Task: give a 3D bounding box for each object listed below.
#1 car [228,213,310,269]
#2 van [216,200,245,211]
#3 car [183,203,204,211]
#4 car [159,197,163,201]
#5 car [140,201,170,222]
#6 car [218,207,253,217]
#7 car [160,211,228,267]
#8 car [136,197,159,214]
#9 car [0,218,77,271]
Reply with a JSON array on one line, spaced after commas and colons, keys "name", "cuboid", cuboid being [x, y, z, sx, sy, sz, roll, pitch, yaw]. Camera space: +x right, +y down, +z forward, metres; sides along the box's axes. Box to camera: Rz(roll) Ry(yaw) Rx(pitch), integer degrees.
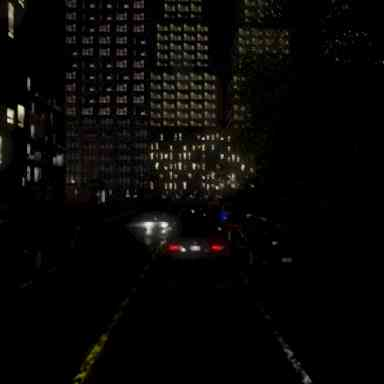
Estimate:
[{"name": "car", "cuboid": [2.570, 1.623, 11.186, 2.008, 1.369, 4.403, 0, 0, 0]}, {"name": "van", "cuboid": [2.572, 1.483, 22.278, 1.690, 1.788, 3.998, 0, 0, 0]}, {"name": "car", "cuboid": [0.105, 1.766, 32.097, 1.994, 1.385, 4.181, 0, 0, 0]}, {"name": "car", "cuboid": [-5.372, 1.623, 50.004, 2.192, 1.841, 5.009, 0, 0, 0]}, {"name": "car", "cuboid": [-2.843, 1.730, 28.771, 2.033, 1.411, 5.357, 0, 0, 0]}, {"name": "car", "cuboid": [2.570, 1.652, 16.732, 1.887, 1.381, 4.507, 0, 0, 0]}, {"name": "car", "cuboid": [0.098, 1.623, 11.702, 2.033, 1.411, 5.357, 0, 0, 0]}, {"name": "car", "cuboid": [-5.305, 1.684, 38.916, 1.967, 1.590, 4.097, 0, 0, 0]}, {"name": "car", "cuboid": [-5.311, 1.617, 11.191, 1.887, 1.381, 4.507, 0, 0, 0]}]
